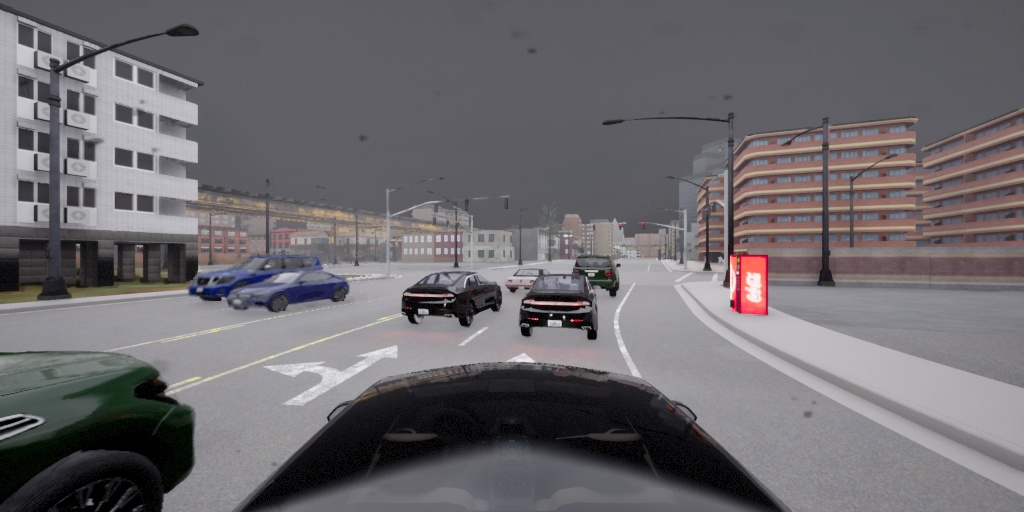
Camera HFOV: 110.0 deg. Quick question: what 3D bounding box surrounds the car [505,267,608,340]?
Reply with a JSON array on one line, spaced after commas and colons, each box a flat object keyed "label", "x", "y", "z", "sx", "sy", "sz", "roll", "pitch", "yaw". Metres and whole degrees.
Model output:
[{"label": "car", "x": 1.448, "y": 1.241, "z": 10.108, "sx": 2.128, "sy": 1.511, "sz": 4.902, "roll": 0, "pitch": 0, "yaw": 13}]

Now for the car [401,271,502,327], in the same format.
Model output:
[{"label": "car", "x": -1.710, "y": 1.241, "z": 11.714, "sx": 2.128, "sy": 1.511, "sz": 4.902, "roll": 0, "pitch": 0, "yaw": 14}]

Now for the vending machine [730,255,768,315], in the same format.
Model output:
[{"label": "vending machine", "x": 7.825, "y": 0.945, "z": 11.853, "sx": 1.100, "sy": 2.100, "sz": 0.880, "roll": 0, "pitch": 0, "yaw": 20}]

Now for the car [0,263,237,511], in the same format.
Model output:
[{"label": "car", "x": -3.303, "y": 0.972, "z": 0.139, "sx": 2.150, "sy": 2.045, "sz": 5.566, "roll": 0, "pitch": 0, "yaw": -1}]

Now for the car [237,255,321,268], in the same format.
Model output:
[{"label": "car", "x": -11.443, "y": 0.970, "z": 16.744, "sx": 2.150, "sy": 2.045, "sz": 5.566, "roll": 0, "pitch": 0, "yaw": 18}]

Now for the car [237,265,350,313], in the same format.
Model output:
[{"label": "car", "x": -8.526, "y": 1.275, "z": 14.224, "sx": 1.812, "sy": 1.442, "sz": 4.674, "roll": 0, "pitch": 0, "yaw": 17}]

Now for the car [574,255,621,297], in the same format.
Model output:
[{"label": "car", "x": 4.578, "y": 0.971, "z": 19.347, "sx": 2.150, "sy": 2.045, "sz": 5.566, "roll": 0, "pitch": 0, "yaw": 19}]

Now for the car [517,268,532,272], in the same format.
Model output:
[{"label": "car", "x": 1.301, "y": 1.351, "z": 20.527, "sx": 1.895, "sy": 1.301, "sz": 4.718, "roll": 0, "pitch": 0, "yaw": 21}]

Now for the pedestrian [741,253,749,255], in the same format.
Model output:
[{"label": "pedestrian", "x": 8.059, "y": 0.795, "z": 12.472, "sx": 0.375, "sy": 1.860, "sz": 0.375, "roll": 0, "pitch": 0, "yaw": 21}]
